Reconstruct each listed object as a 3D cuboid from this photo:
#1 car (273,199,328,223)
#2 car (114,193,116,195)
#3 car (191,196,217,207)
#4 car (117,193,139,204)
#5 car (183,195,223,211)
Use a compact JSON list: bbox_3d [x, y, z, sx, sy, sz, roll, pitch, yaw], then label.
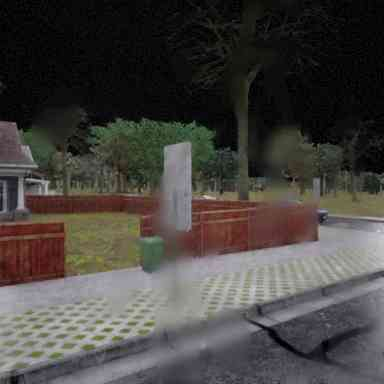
[{"bbox_3d":[6.831,1.280,22.789,1.882,1.535,5.008,0,1,-36],"label":"car"},{"bbox_3d":[-11.786,0.832,53.462,1.895,1.301,4.718,0,1,-36],"label":"car"},{"bbox_3d":[0.484,1.183,31.551,2.033,1.411,5.357,0,1,-37],"label":"car"},{"bbox_3d":[-7.561,0.948,42.678,1.812,1.442,4.674,0,2,-36],"label":"car"},{"bbox_3d":[1.115,1.101,35.716,1.812,1.442,4.674,0,1,-36],"label":"car"}]
